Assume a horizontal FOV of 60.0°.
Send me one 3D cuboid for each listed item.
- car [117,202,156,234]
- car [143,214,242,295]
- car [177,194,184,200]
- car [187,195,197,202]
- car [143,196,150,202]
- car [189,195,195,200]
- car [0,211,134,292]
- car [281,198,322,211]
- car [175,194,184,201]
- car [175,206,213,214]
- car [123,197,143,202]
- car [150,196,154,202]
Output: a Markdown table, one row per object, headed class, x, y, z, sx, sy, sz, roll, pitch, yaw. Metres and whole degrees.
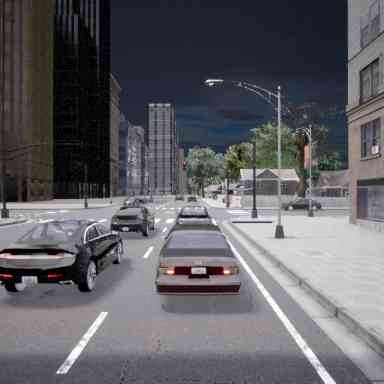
| class | x | y | z | sx | sy | sz | roll | pitch | yaw |
| --- | --- | --- | --- | --- | --- | --- | --- | --- | --- |
| car | -3.141 | 1.504 | 18.149 | 1.837 | 1.490 | 4.892 | 0 | 0 | 0 |
| car | 0.095 | 1.545 | 8.818 | 2.033 | 1.411 | 5.357 | 0 | 0 | -1 |
| car | -3.202 | 1.311 | 93.991 | 1.882 | 1.535 | 5.008 | 0 | 0 | 0 |
| car | 0.040 | 1.493 | 74.539 | 1.837 | 1.490 | 4.892 | 0 | 0 | 0 |
| car | -9.761 | 1.595 | 63.152 | 1.895 | 1.301 | 4.718 | 0 | 0 | 1 |
| car | 0.048 | 1.526 | 94.398 | 1.812 | 1.442 | 4.674 | 0 | 0 | 0 |
| car | -3.147 | 1.492 | 8.889 | 2.128 | 1.511 | 4.902 | 0 | 0 | 0 |
| car | 13.303 | 1.554 | 40.768 | 4.892 | 1.490 | 1.837 | 0 | -1 | 0 |
| car | -3.207 | 1.342 | 83.957 | 2.097 | 1.767 | 4.553 | 0 | 0 | 0 |
| car | 0.107 | 1.491 | 17.872 | 2.128 | 1.511 | 4.902 | 0 | 0 | 0 |
| car | -9.799 | 1.487 | 53.832 | 2.128 | 1.511 | 4.902 | 0 | 0 | 1 |
| car | -9.713 | 1.517 | 73.264 | 1.812 | 1.442 | 4.674 | 0 | 0 | 0 |
